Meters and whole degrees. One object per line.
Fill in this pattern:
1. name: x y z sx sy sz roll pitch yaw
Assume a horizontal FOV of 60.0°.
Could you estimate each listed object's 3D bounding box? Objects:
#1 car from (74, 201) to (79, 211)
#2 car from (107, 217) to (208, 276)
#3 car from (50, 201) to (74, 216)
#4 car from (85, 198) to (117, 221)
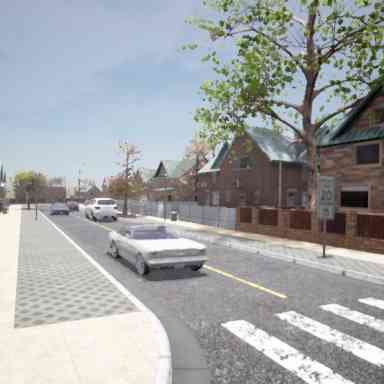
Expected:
1. car: -18.722 2.150 51.505 2.128 1.511 4.902 2 -2 -27
2. car: -1.327 1.719 10.972 1.895 1.301 4.718 2 -1 -27
3. car: -15.388 1.972 38.618 2.033 1.411 5.357 2 -2 -27
4. car: -8.821 1.638 32.145 2.150 2.045 5.566 2 -1 -27
